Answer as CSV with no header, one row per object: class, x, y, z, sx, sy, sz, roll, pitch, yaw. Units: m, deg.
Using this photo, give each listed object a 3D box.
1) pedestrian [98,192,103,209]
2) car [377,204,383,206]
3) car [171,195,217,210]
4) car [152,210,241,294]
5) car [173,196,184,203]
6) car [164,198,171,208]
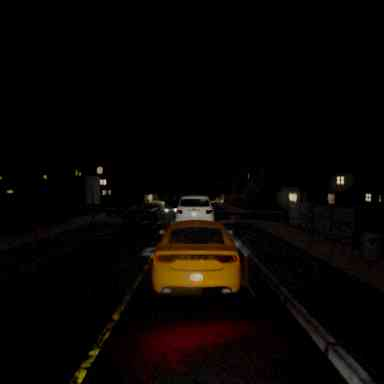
pedestrian,-9.651,0.838,34.933,0.375,1.860,0.375,0,0,1
car,18.478,1.838,31.563,5.008,1.535,1.882,1,1,1
car,0.321,1.205,20.256,2.150,2.045,5.566,0,0,4
car,0.110,1.468,8.808,1.882,1.535,5.008,0,0,0
car,-2.697,1.484,66.373,2.033,1.411,5.357,0,0,0
car,-2.804,1.508,46.206,2.033,1.411,5.357,0,0,0
